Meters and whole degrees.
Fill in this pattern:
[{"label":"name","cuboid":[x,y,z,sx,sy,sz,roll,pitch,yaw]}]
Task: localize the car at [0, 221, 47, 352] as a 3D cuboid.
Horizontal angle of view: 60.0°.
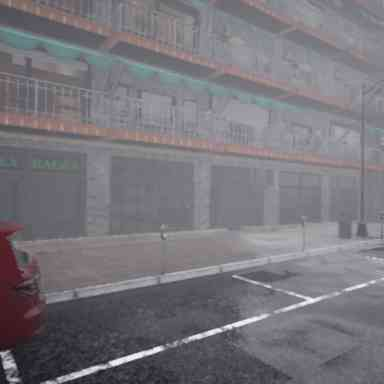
[{"label":"car","cuboid":[-4.229,1.314,3.519,5.009,1.841,2.192,0,1,-35]}]
